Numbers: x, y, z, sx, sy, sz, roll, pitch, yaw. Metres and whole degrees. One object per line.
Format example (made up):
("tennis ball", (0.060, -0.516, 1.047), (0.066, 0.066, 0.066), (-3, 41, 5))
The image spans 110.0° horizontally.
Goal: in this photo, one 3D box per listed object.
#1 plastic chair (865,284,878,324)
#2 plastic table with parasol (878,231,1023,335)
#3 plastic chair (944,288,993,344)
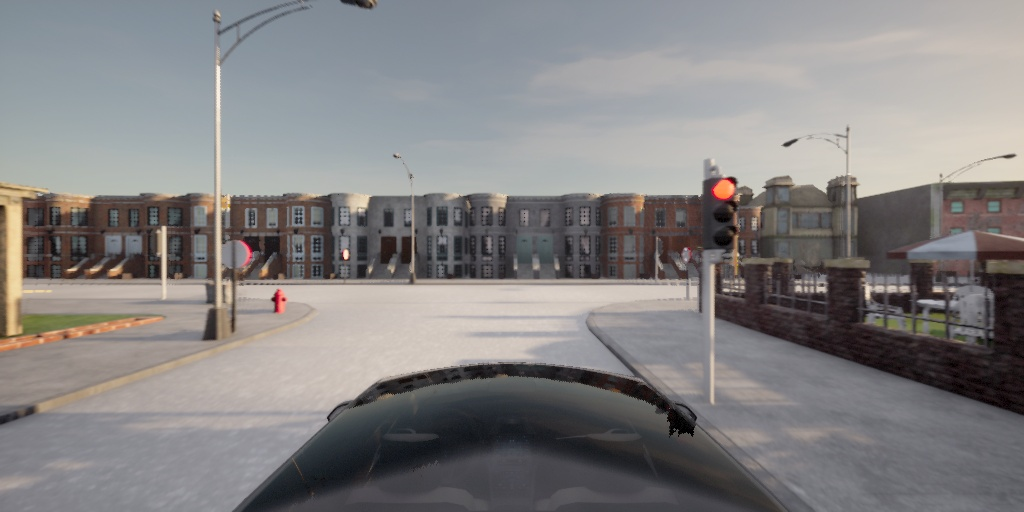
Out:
("plastic chair", (8.936, 1.316, 8.588), (0.750, 1.272, 0.730), (0, 0, -40))
("plastic table with parasol", (9.681, 0.715, 7.558), (2.482, 2.480, 2.482), (0, 0, -40))
("plastic chair", (8.708, 1.322, 6.656), (0.730, 1.272, 0.750), (0, 0, -35))
